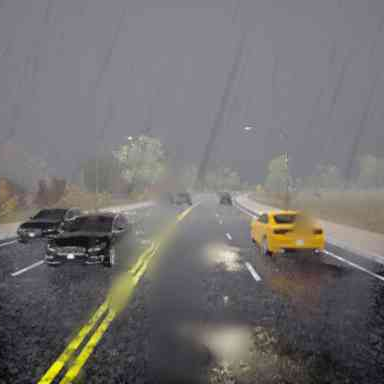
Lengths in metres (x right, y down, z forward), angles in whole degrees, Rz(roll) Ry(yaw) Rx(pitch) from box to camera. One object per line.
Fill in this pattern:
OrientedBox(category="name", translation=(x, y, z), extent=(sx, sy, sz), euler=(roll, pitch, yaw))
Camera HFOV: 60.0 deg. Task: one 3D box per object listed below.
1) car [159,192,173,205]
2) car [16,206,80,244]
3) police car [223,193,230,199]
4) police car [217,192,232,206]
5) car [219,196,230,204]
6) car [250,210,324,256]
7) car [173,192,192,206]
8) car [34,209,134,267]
OrientedBox(category="car", translation=(-4.188, 1.078, 56.797), extent=(2.150, 2.045, 5.566), euler=(0, 0, 5))
OrientedBox(category="car", translation=(-6.379, 1.477, 15.795), extent=(1.837, 1.490, 4.892), euler=(0, 0, 2))
OrientedBox(category="police car", translation=(9.794, 1.072, 94.721), extent=(1.930, 1.638, 5.238), euler=(0, 0, 8))
OrientedBox(category="police car", translation=(5.197, 1.301, 51.268), extent=(1.930, 1.638, 5.238), euler=(0, 0, 4))
OrientedBox(category="car", translation=(6.084, 1.392, 62.047), extent=(1.994, 1.385, 4.181), euler=(0, 0, 5))
OrientedBox(category="car", translation=(3.511, 1.460, 13.096), extent=(1.882, 1.535, 5.008), euler=(0, 0, 1))
OrientedBox(category="car", translation=(-1.194, 1.090, 53.534), extent=(2.150, 2.045, 5.566), euler=(0, 0, 5))
OrientedBox(category="car", translation=(-3.221, 1.486, 11.370), extent=(1.837, 1.490, 4.892), euler=(0, 0, 1))
